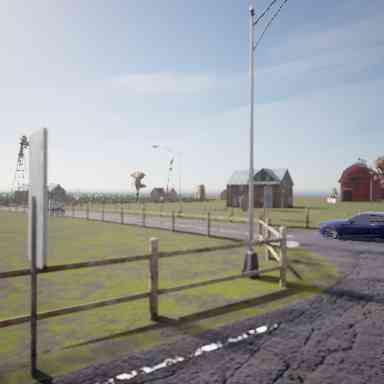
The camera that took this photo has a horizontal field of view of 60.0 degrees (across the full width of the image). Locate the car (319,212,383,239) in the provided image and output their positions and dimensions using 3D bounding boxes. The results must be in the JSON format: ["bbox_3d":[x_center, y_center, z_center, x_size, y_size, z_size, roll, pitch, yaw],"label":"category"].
[{"bbox_3d":[9.055,1.759,17.200,4.674,1.442,1.812,-1,1,34],"label":"car"}]

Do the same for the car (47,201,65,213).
[{"bbox_3d":[-20.564,2.184,49.253,2.097,1.767,4.553,0,-1,-43],"label":"car"}]
